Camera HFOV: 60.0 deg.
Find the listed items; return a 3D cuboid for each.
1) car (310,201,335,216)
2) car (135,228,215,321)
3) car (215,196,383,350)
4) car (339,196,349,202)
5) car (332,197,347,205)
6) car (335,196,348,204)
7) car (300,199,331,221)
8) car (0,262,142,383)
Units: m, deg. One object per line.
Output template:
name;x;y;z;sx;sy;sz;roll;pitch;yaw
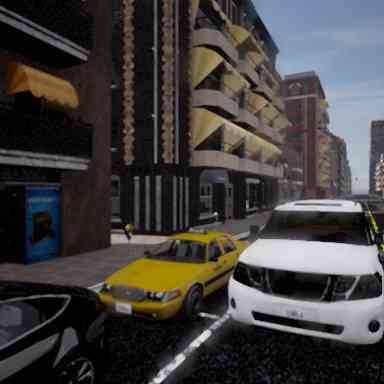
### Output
car;12.902;1.582;32.748;1.802;1.307;4.206;0;0;27
car;0.005;1.524;7.432;1.752;1.417;4.829;0;0;27
car;2.593;1.220;6.805;2.150;2.045;5.566;0;0;27
car;34.105;1.605;74.479;1.802;1.307;4.206;0;0;27
car;25.722;1.562;57.914;2.008;1.369;4.403;0;0;27
car;28.286;1.565;62.947;2.008;1.369;4.403;0;0;27
car;10.338;1.439;27.715;1.967;1.590;4.097;0;0;27
car;-2.482;1.566;2.550;1.947;1.339;4.313;0;0;27
